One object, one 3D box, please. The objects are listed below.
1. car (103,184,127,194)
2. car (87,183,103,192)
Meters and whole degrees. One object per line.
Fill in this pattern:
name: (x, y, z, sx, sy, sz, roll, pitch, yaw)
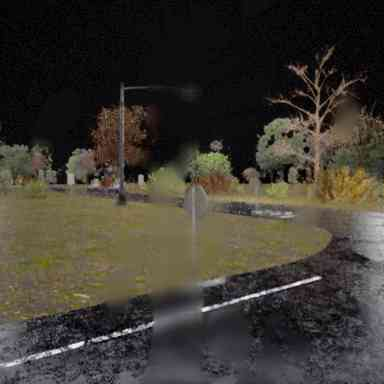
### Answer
car: (-11.800, -0.509, 52.302, 1.812, 1.442, 4.674, -1, 2, -36)
car: (-17.411, -0.817, 60.082, 1.812, 1.442, 4.674, -1, 2, -36)
